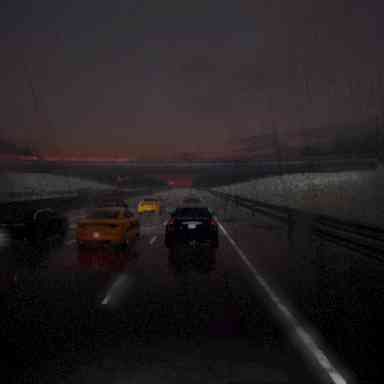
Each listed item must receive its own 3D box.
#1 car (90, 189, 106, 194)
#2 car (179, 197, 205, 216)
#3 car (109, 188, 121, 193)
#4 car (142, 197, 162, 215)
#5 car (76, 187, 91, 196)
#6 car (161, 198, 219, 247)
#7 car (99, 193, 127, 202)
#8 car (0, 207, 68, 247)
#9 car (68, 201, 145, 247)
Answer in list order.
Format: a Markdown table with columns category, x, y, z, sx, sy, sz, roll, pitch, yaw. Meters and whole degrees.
| category | x | y | z | sx | sy | sz | roll | pitch | yaw |
| --- | --- | --- | --- | --- | --- | --- | --- | --- | --- |
| car | -21.000 | 0.169 | 75.905 | 1.994 | 1.385 | 4.181 | 0 | 1 | 0 |
| car | 0.000 | 1.221 | 29.637 | 2.033 | 1.411 | 5.357 | 0 | 1 | 0 |
| car | -17.500 | -0.029 | 75.931 | 2.097 | 1.767 | 4.553 | 0 | 1 | 0 |
| car | -3.500 | 1.143 | 29.636 | 1.882 | 1.535 | 5.008 | 0 | 1 | 0 |
| car | -24.500 | -0.158 | 75.868 | 2.150 | 2.045 | 5.566 | 0 | 1 | 0 |
| car | 0.000 | 1.282 | 14.610 | 2.097 | 1.767 | 4.553 | 0 | 1 | 0 |
| car | -7.000 | 1.143 | 29.636 | 1.882 | 1.535 | 5.008 | 0 | 1 | 0 |
| car | -7.000 | 1.411 | 14.642 | 2.128 | 1.511 | 4.902 | 0 | 1 | 0 |
| car | -3.500 | 1.400 | 14.641 | 1.882 | 1.535 | 5.008 | 0 | 1 | 0 |
